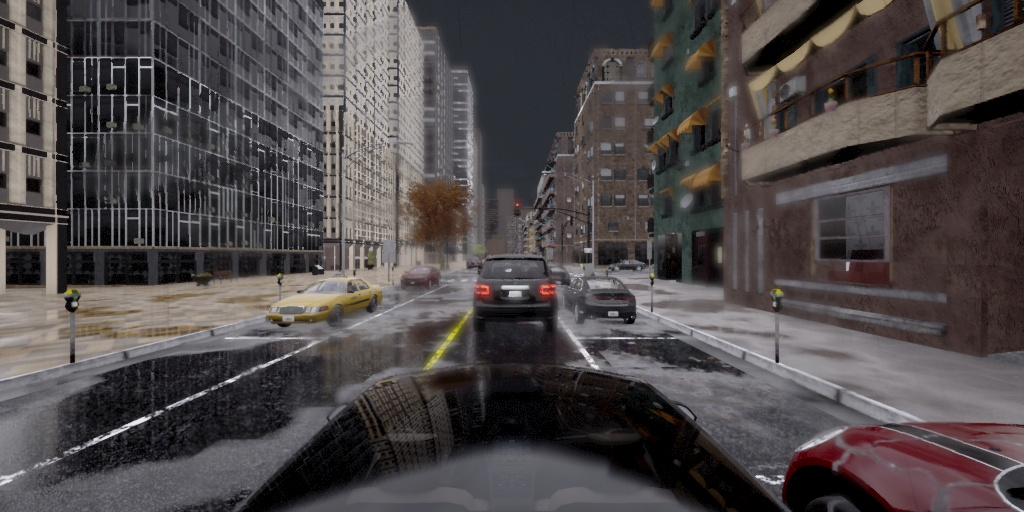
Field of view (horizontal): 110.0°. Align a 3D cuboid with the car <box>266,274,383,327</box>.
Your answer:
[{"bbox_3d":[-5.690,1.276,11.536,1.751,1.417,4.829,0,0,0],"label":"car"}]

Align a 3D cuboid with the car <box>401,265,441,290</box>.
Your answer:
[{"bbox_3d":[-5.688,1.300,22.771,1.888,1.381,4.507,0,0,0],"label":"car"}]

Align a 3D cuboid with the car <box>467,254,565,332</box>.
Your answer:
[{"bbox_3d":[0.091,0.972,10.980,2.150,2.045,5.566,0,0,0],"label":"car"}]

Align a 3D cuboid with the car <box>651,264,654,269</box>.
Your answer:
[{"bbox_3d":[18.838,1.006,42.237,4.829,1.417,1.751,0,0,-1],"label":"car"}]

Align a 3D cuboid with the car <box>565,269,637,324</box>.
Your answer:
[{"bbox_3d":[2.690,1.301,11.703,2.007,1.370,4.403,0,0,0],"label":"car"}]

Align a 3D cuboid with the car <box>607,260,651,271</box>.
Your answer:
[{"bbox_3d":[13.441,1.109,42.183,4.403,1.370,2.007,0,0,-1],"label":"car"}]

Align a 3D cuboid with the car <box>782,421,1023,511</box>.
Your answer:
[{"bbox_3d":[2.687,1.190,0.638,1.967,1.591,4.097,0,0,0],"label":"car"}]
